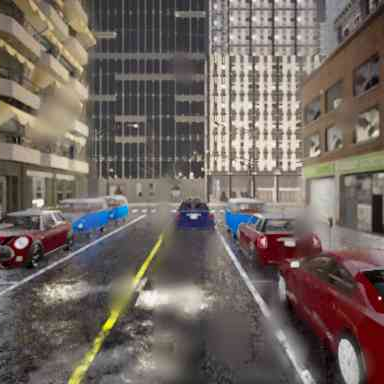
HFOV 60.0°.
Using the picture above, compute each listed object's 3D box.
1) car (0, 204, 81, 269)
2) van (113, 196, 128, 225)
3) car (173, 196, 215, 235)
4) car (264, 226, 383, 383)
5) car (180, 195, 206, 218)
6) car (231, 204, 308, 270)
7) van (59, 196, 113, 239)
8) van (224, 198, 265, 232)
[{"bbox_3d":[-5.318,1.363,10.645,1.967,1.590,4.097,0,0,0],"label":"car"},{"bbox_3d":[-5.324,1.188,22.024,1.690,1.788,3.998,0,0,0],"label":"van"},{"bbox_3d":[0.089,1.223,18.176,2.097,1.767,4.553,0,0,0],"label":"car"},{"bbox_3d":[2.566,1.507,4.966,1.887,1.381,4.507,0,0,0],"label":"car"},{"bbox_3d":[0.107,1.154,28.747,2.097,1.767,4.553,0,0,0],"label":"car"},{"bbox_3d":[2.563,1.363,10.655,1.967,1.590,4.097,0,0,0],"label":"car"},{"bbox_3d":[-5.321,1.225,16.334,1.690,1.788,3.998,0,0,0],"label":"van"},{"bbox_3d":[2.560,1.225,16.344,1.690,1.788,3.998,0,0,0],"label":"van"}]
